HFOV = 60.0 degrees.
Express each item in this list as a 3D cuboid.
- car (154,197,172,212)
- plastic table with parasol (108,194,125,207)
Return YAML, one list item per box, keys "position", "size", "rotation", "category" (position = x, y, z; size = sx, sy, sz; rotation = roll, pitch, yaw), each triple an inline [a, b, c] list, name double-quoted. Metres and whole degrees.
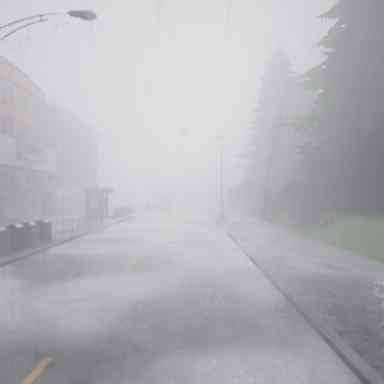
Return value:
- position: [-4.081, 1.712, 47.595]
  size: [2.150, 2.045, 5.566]
  rotation: [0, -1, 0]
  category: "car"
- position: [-14.092, 1.565, 62.147]
  size: [2.482, 2.480, 2.482]
  rotation: [0, -1, 0]
  category: "plastic table with parasol"
